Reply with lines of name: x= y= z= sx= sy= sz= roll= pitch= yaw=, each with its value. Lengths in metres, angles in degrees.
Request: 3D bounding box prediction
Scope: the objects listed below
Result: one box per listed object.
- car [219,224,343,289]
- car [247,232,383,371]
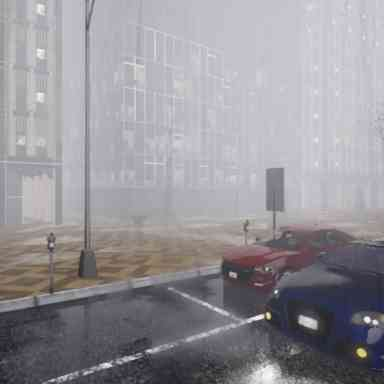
car: x=2.718 y=1.543 z=8.485 sx=4.507 sy=1.381 sz=1.887 roll=0 pitch=0 yaw=-35
car: x=3.185 y=1.562 z=5.601 sx=4.181 sy=1.385 sz=1.994 roll=0 pitch=0 yaw=-35
